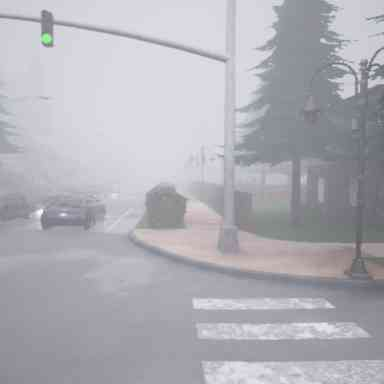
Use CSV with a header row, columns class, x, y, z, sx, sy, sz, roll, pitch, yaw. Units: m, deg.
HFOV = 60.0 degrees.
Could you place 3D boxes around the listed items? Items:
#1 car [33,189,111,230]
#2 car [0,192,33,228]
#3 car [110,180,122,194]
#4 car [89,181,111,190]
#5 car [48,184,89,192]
class,x,y,z,sx,sy,sz,roll,pitch,yaw
car,-5.121,0.768,14.876,1.994,1.385,4.181,0,2,-4
car,-8.846,0.719,15.126,2.033,1.411,5.357,0,2,-4
car,-10.700,-0.751,44.314,2.097,1.767,4.553,0,2,-3
car,-10.100,-0.168,34.456,1.837,1.490,4.892,0,2,-4
car,-9.488,0.222,24.917,1.882,1.535,5.008,0,2,-4
